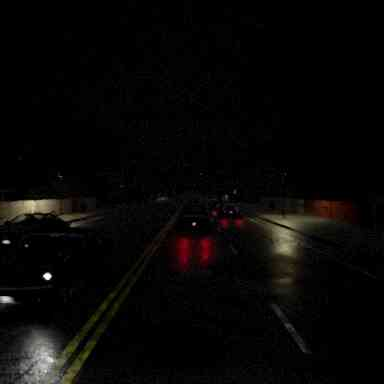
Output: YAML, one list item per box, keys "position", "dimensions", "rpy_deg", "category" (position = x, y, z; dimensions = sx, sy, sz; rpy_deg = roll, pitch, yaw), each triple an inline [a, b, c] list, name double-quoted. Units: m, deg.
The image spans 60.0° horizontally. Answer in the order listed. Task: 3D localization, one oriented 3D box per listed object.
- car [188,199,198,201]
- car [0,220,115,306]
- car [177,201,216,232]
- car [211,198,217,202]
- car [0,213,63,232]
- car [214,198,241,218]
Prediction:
- position: [0.149, 1.628, 43.983]
  dimensions: [2.033, 1.411, 5.357]
  rpy_deg: [0, 0, 0]
  category: "car"
- position: [-3.342, 1.614, 8.180]
  dimensions: [1.895, 1.301, 4.718]
  rpy_deg: [0, 0, 0]
  category: "car"
- position: [0.123, 1.529, 20.402]
  dimensions: [2.128, 1.511, 4.902]
  rpy_deg: [0, 0, 0]
  category: "car"
- position: [3.352, 1.576, 45.160]
  dimensions: [2.128, 1.511, 4.902]
  rpy_deg: [0, 0, 1]
  category: "car"
- position: [-6.585, 1.585, 13.783]
  dimensions: [1.994, 1.385, 4.181]
  rpy_deg: [0, 0, 0]
  category: "car"
- position: [3.395, 1.585, 31.285]
  dimensions: [1.812, 1.442, 4.674]
  rpy_deg: [0, 0, 0]
  category: "car"
